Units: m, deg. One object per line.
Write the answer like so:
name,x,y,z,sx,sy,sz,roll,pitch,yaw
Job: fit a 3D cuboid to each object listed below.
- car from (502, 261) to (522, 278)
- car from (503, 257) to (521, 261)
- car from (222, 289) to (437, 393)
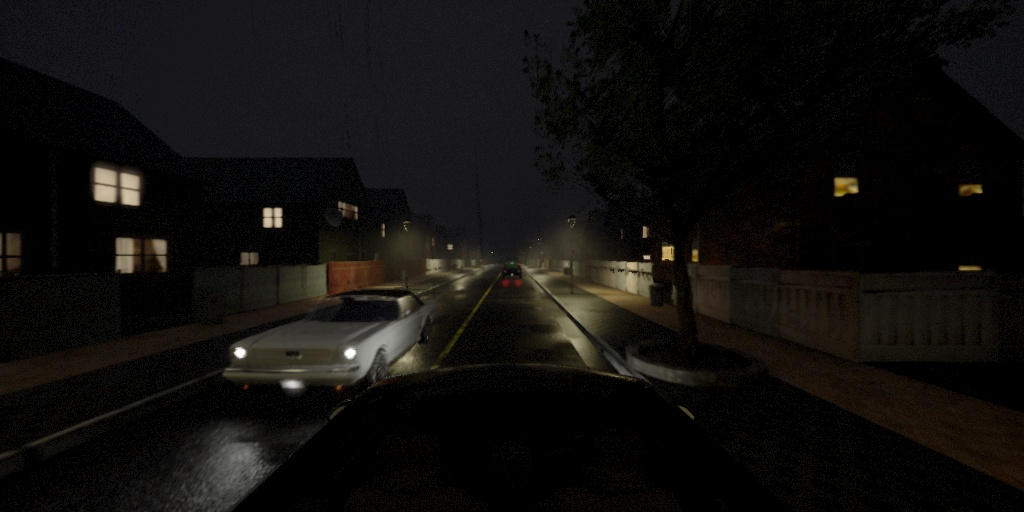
car,0.008,1.419,34.451,1.895,1.301,4.718,0,0,0
car,0.029,1.100,47.054,2.150,2.045,5.566,0,0,0
car,-2.823,1.352,6.827,1.895,1.301,4.718,0,0,0
